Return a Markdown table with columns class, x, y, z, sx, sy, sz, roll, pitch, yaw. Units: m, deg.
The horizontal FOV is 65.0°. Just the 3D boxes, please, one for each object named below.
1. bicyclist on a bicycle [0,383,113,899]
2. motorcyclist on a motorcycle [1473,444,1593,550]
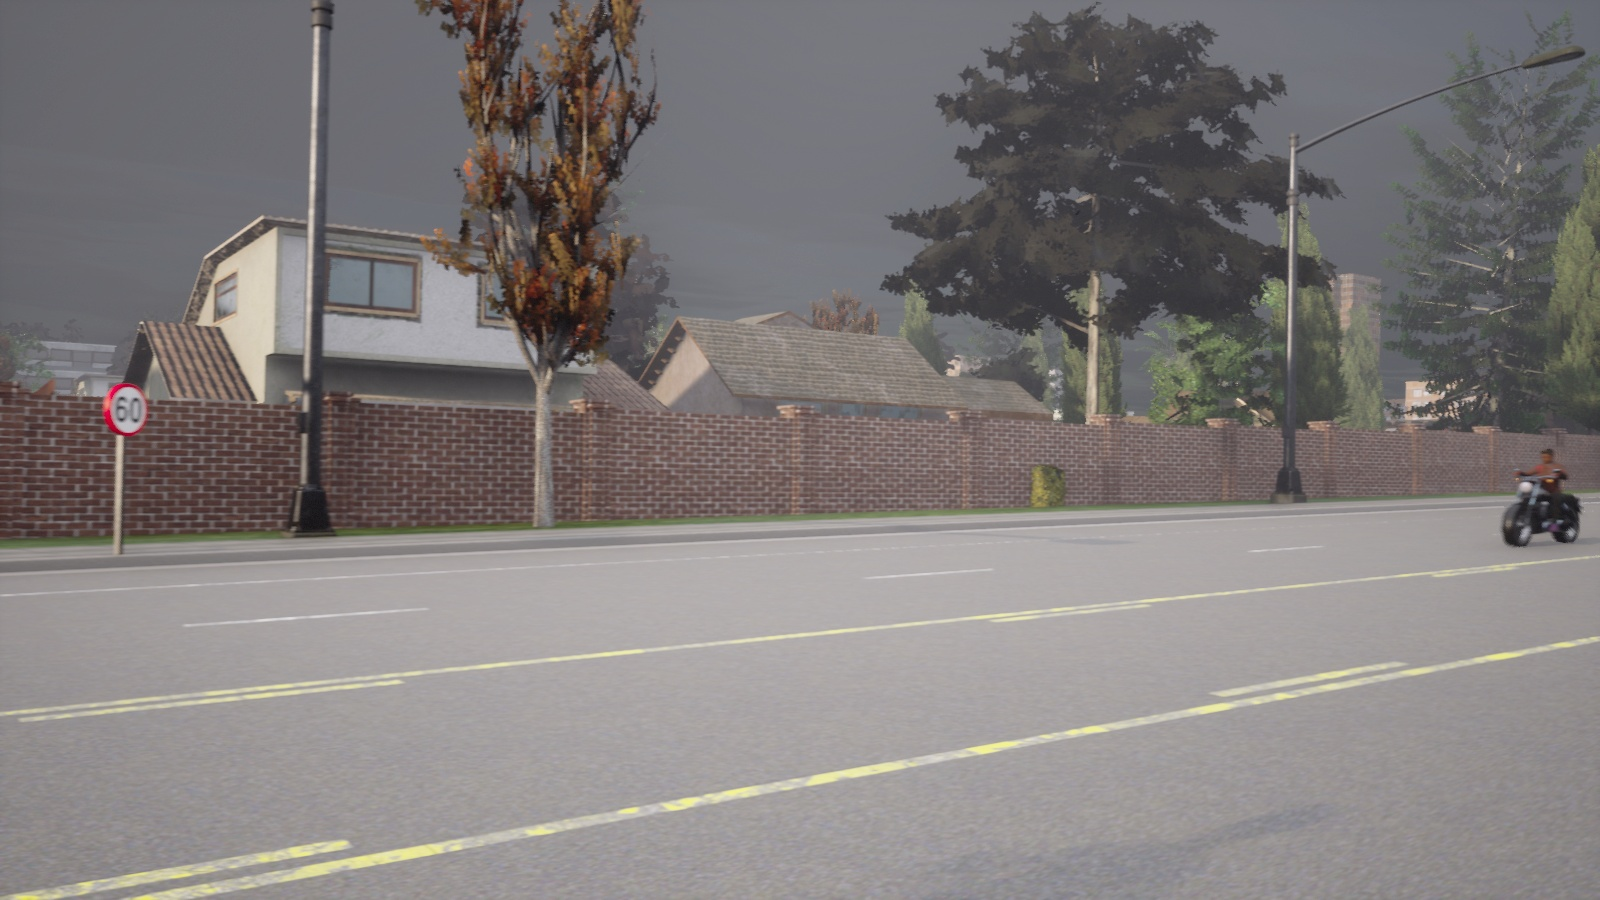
| class | x | y | z | sx | sy | sz | roll | pitch | yaw |
| --- | --- | --- | --- | --- | --- | --- | --- | --- | --- |
| bicyclist on a bicycle | -2.107 | 0.691 | 2.188 | 1.509 | 1.612 | 0.866 | 0 | 0 | -35 |
| motorcyclist on a motorcycle | 12.003 | 0.725 | 20.538 | 2.350 | 1.649 | 0.766 | 0 | 0 | -35 |
